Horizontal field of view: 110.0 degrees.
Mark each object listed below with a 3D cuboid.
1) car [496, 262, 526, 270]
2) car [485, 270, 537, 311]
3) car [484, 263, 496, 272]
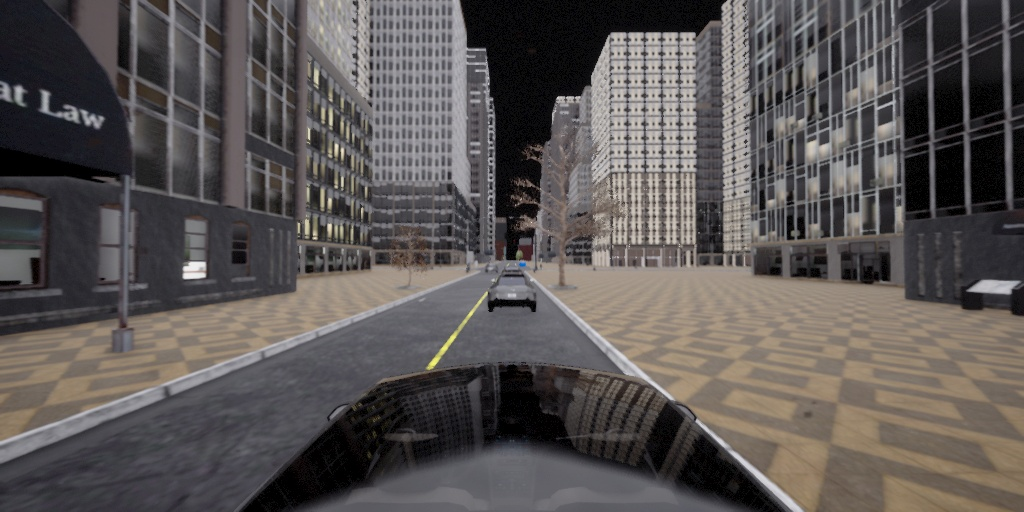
[{"bbox_3d":[0.013,1.532,30.359,2.128,1.511,4.902,0,0,0],"label":"car"},{"bbox_3d":[0.017,1.453,15.339,1.994,1.385,4.181,0,-1,1],"label":"car"},{"bbox_3d":[-3.035,1.762,53.408,2.128,1.511,4.902,0,-1,0],"label":"car"}]
